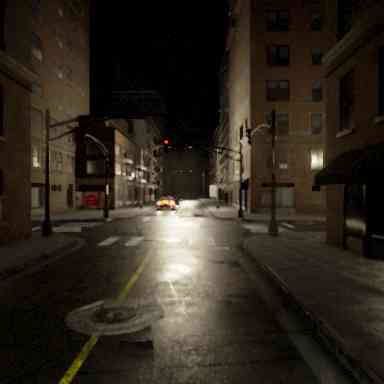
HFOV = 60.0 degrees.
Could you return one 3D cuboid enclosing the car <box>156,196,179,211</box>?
[{"bbox_3d":[-3.095,1.321,40.442,2.097,1.767,4.553,0,0,0],"label":"car"}]
